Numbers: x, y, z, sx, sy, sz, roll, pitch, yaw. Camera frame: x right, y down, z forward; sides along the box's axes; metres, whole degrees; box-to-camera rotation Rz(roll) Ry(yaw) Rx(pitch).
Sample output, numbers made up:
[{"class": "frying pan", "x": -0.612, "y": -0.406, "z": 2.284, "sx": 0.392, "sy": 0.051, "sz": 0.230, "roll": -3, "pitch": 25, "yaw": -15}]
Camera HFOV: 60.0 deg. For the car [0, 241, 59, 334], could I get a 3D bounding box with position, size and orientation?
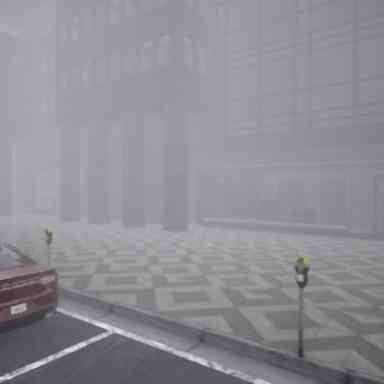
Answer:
[{"class": "car", "x": -4.263, "y": 1.507, "z": 6.001, "sx": 4.507, "sy": 1.381, "sz": 1.887, "roll": 0, "pitch": 0, "yaw": 35}]
